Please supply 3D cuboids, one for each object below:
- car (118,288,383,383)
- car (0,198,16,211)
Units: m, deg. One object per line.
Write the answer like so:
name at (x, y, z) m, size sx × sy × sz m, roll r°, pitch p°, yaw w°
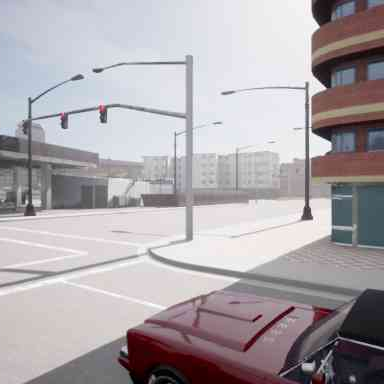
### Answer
car at (1.561, 1.601, 2.860) m, size 4.718 × 1.301 × 1.895 m, roll 0°, pitch 0°, yaw 36°
car at (-22.286, 1.480, 38.823) m, size 3.806 × 1.475 × 1.970 m, roll 0°, pitch 0°, yaw 36°
